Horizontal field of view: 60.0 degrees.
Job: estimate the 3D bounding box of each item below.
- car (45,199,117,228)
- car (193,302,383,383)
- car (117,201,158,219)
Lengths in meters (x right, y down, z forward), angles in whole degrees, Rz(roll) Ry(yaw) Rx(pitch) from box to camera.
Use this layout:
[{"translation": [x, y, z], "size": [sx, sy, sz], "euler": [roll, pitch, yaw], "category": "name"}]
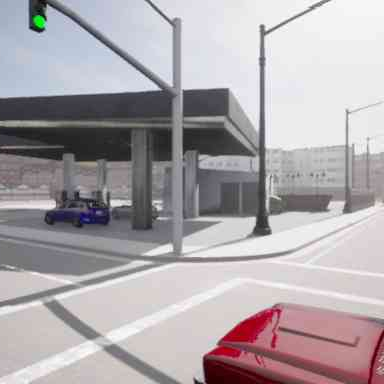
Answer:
[{"translation": [-7.306, 1.278, 21.059], "size": [4.611, 1.667, 2.242], "euler": [0, 0, 36], "category": "car"}, {"translation": [2.341, 1.601, 2.321], "size": [4.718, 1.301, 1.895], "euler": [0, 0, 36], "category": "car"}, {"translation": [-4.578, 1.437, 26.173], "size": [3.806, 1.475, 1.970], "euler": [0, 0, 36], "category": "car"}]
